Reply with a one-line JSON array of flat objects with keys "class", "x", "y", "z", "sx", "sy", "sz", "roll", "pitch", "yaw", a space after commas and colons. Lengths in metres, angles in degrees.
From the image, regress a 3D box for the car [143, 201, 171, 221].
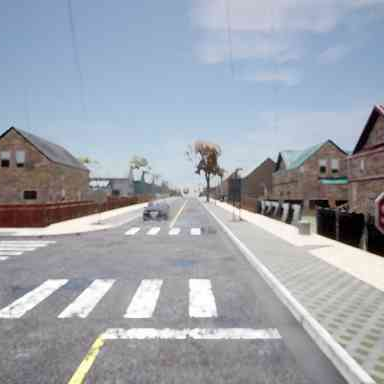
[{"class": "car", "x": -2.736, "y": 1.448, "z": 26.424, "sx": 2.128, "sy": 1.511, "sz": 4.902, "roll": 0, "pitch": 0, "yaw": 0}]
